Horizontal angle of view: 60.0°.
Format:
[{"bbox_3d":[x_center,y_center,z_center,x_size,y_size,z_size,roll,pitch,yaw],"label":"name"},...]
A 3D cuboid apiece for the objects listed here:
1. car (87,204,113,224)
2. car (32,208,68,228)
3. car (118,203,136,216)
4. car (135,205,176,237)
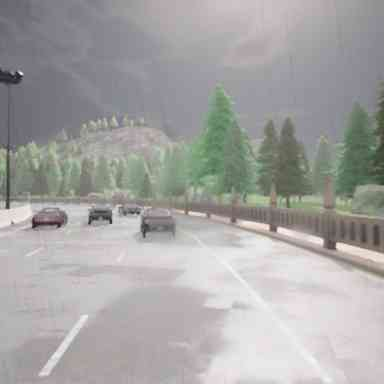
[{"bbox_3d":[-7.734,1.806,28.045,1.837,1.490,4.892,0,-1,-16],"label":"car"},{"bbox_3d":[-10.390,1.836,24.543,1.994,1.385,4.181,0,-1,-14],"label":"car"},{"bbox_3d":[-7.147,1.942,37.540,2.033,1.411,5.357,0,-1,-21],"label":"car"},{"bbox_3d":[-2.088,1.694,19.523,2.128,1.511,4.902,0,-1,-11],"label":"car"}]
